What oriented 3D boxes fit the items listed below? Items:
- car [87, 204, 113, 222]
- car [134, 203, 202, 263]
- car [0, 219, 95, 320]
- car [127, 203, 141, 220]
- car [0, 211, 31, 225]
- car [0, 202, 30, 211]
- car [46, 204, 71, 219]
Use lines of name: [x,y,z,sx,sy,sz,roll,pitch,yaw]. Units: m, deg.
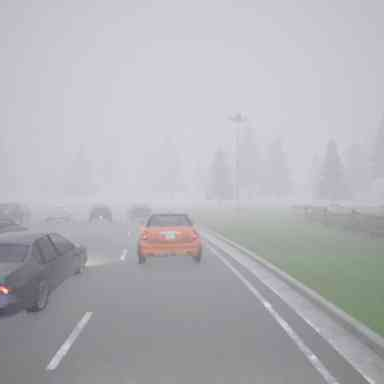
car: [-7.971,1.775,28.915,1.837,1.490,4.892,0,0,-16]
car: [-0.941,1.461,12.648,2.097,1.767,4.553,0,-1,-7]
car: [-3.884,1.627,7.711,2.033,1.411,5.357,0,0,-4]
car: [-4.963,1.754,31.052,1.882,1.535,5.008,0,0,-17]
car: [-8.054,1.705,13.338,1.994,1.385,4.181,0,0,-7]
car: [-14.959,1.636,27.831,2.097,1.767,4.553,0,-1,-17]
car: [-11.871,1.815,29.718,1.812,1.442,4.674,0,0,-17]
